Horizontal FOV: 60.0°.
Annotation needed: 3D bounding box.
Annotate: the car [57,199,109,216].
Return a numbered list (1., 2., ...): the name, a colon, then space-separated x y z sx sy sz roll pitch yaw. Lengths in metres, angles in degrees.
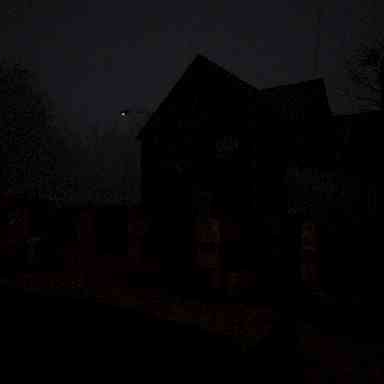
1. car: -11.517 1.581 35.417 2.128 1.511 4.902 0 0 35

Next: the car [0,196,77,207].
1. car: -11.517 1.272 23.831 2.150 2.045 5.566 0 0 35

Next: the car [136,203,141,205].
1. car: -5.322 1.724 44.149 1.895 1.301 4.718 0 0 35

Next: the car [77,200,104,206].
1. car: -10.486 1.641 31.257 1.994 1.385 4.181 0 0 35
